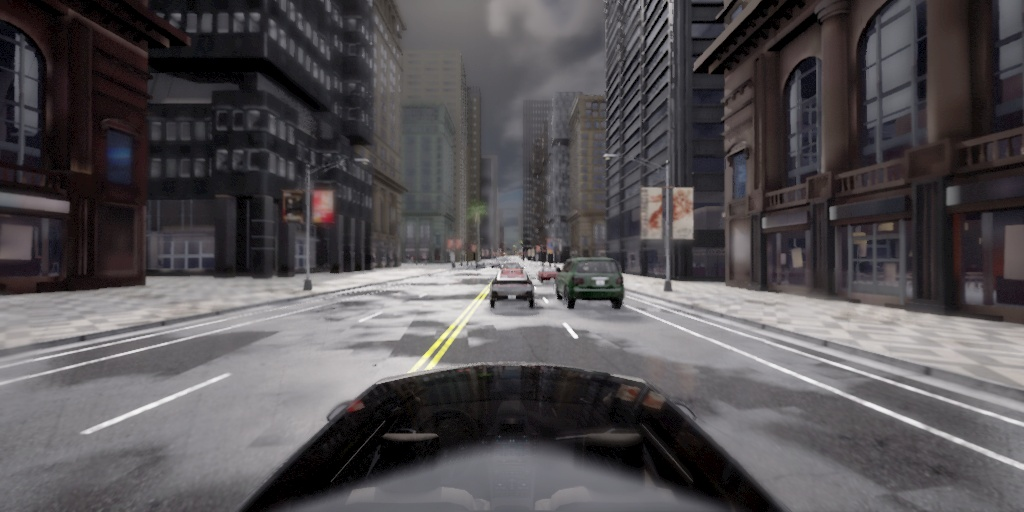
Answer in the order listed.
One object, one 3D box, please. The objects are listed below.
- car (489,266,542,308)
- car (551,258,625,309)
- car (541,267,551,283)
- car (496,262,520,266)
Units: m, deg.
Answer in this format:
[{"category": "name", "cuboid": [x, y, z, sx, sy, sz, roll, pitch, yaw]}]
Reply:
[{"category": "car", "cuboid": [0.004, 1.374, 16.143, 2.128, 1.511, 4.902, 0, 0, 0]}, {"category": "car", "cuboid": [3.251, 1.096, 15.870, 2.150, 2.045, 5.566, 0, 0, 0]}, {"category": "car", "cuboid": [3.251, 1.615, 30.962, 1.895, 1.301, 4.718, 0, 0, 0]}, {"category": "car", "cuboid": [0.002, 1.364, 30.923, 2.097, 1.767, 4.553, 0, -1, 0]}]
